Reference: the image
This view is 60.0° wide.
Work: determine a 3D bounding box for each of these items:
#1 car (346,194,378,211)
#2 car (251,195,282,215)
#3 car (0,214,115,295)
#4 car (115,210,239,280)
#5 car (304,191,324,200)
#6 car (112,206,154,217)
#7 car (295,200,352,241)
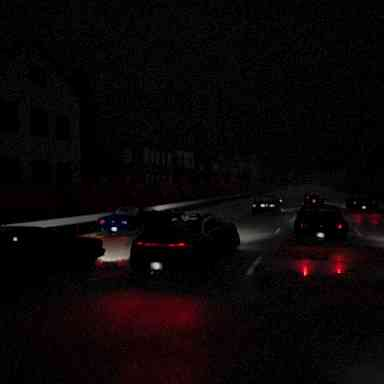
[{"bbox_3d":[13.803,0.808,27.300,1.895,1.301,4.718,-1,1,20],"label":"car"},{"bbox_3d":[5.868,0.968,25.896,2.033,1.411,5.357,-1,1,20],"label":"car"},{"bbox_3d":[-4.280,1.518,7.855,2.033,1.411,5.357,-1,1,20],"label":"car"},{"bbox_3d":[0.046,1.330,9.529,2.128,1.511,4.902,-1,1,20],"label":"car"},{"bbox_3d":[12.523,0.646,34.146,1.812,1.442,4.674,-1,1,20],"label":"car"},{"bbox_3d":[-2.765,1.370,17.463,1.895,1.301,4.718,-1,1,22],"label":"car"},{"bbox_3d":[5.492,1.228,14.343,1.895,1.301,4.718,-1,1,20],"label":"car"}]
